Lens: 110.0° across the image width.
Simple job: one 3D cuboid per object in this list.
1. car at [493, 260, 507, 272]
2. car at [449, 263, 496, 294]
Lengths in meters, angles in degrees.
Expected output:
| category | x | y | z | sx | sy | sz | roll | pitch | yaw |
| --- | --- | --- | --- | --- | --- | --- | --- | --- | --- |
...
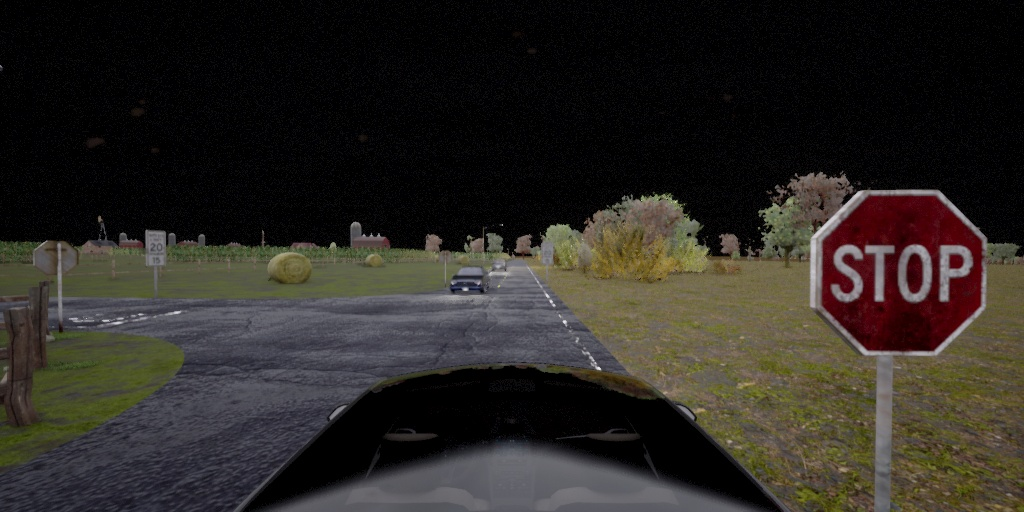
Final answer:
| category | x | y | z | sx | sy | sz | roll | pitch | yaw |
| --- | --- | --- | --- | --- | --- | --- | --- | --- | --- |
| car | -1.670 | 1.254 | 47.439 | 2.128 | 1.511 | 4.902 | 0 | 0 | 1 |
| car | -2.292 | 1.299 | 20.763 | 2.033 | 1.411 | 5.357 | 0 | 0 | 1 |
